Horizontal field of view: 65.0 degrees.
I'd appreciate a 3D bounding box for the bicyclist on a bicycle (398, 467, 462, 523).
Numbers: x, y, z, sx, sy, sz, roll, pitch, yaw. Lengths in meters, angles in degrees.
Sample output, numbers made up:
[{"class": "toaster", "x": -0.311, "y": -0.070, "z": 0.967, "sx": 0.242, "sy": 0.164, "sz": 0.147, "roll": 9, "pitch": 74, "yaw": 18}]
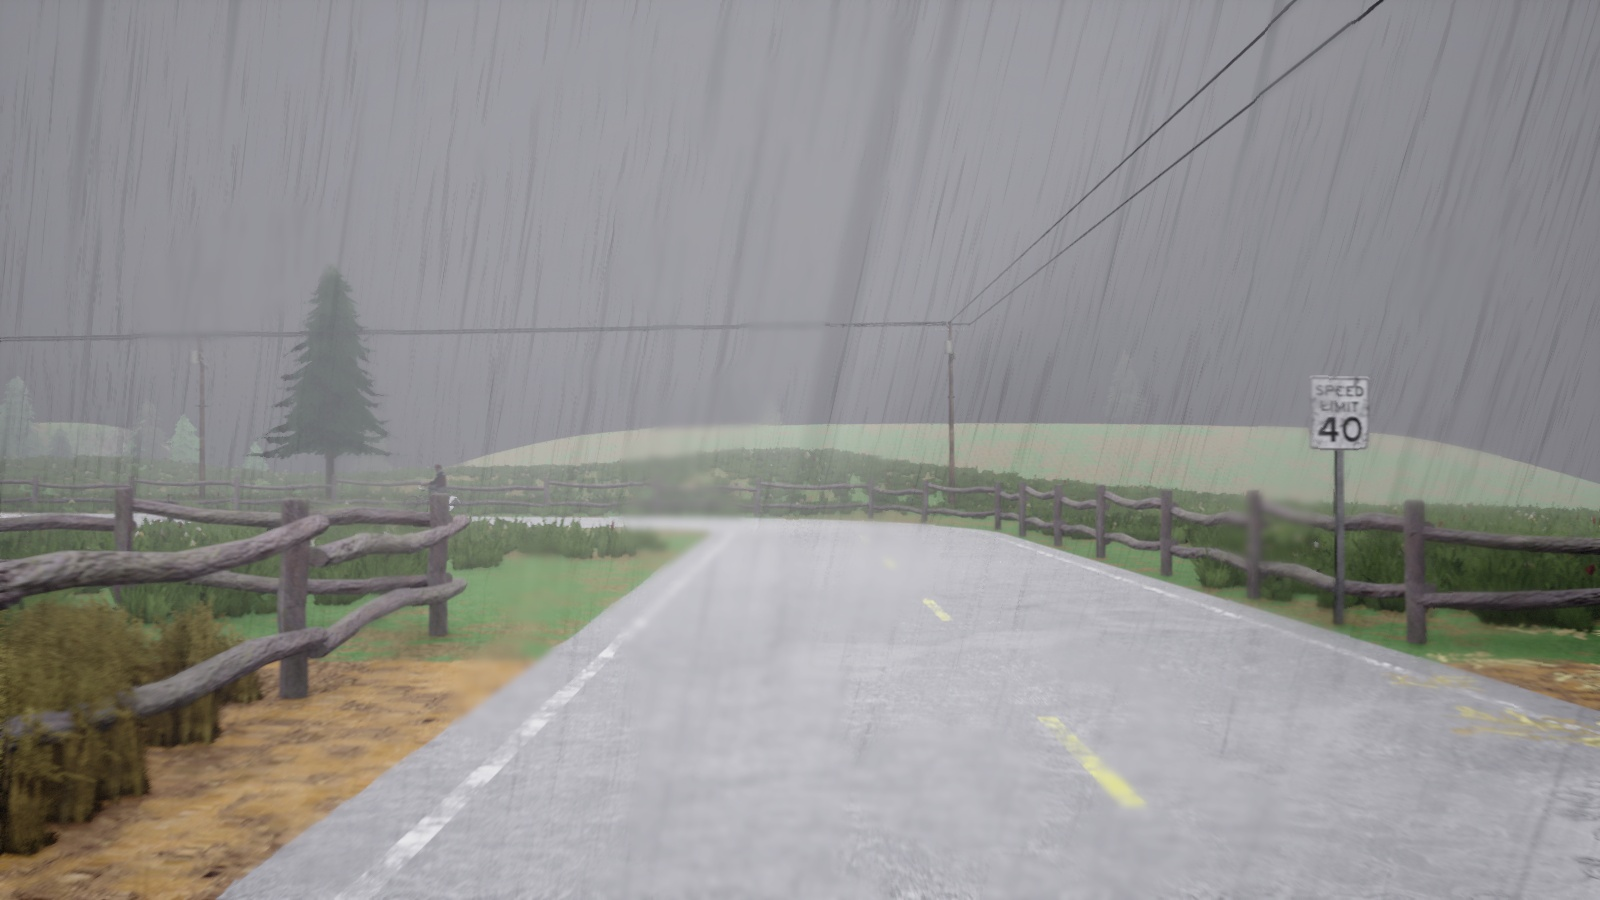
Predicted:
[{"class": "bicyclist on a bicycle", "x": -11.850, "y": 1.419, "z": 40.215, "sx": 1.843, "sy": 1.776, "sz": 0.659, "roll": 0, "pitch": -1, "yaw": 6}]
